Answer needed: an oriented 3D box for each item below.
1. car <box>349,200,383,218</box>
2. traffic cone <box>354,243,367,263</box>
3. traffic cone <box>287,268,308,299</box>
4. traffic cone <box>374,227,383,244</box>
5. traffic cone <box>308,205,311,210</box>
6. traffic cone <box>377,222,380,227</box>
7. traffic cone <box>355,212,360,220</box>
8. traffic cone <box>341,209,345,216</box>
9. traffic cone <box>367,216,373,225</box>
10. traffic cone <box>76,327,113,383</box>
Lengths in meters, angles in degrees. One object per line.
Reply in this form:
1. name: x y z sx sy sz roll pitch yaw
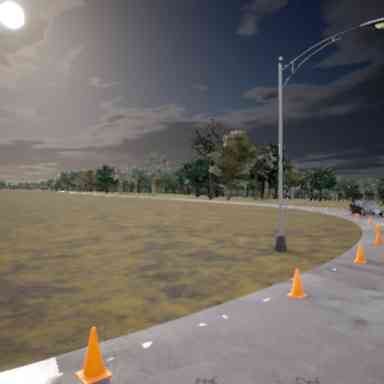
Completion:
1. car: 16.215 1.535 30.973 2.128 1.511 4.902 0 0 8
2. traffic cone: 5.469 1.967 10.791 0.340 0.580 0.340 0 0 39
3. traffic cone: 2.311 1.968 7.274 0.340 0.580 0.340 0 0 -45
4. traffic cone: 8.221 1.972 14.632 0.340 0.580 0.340 0 0 32
5. traffic cone: 14.736 1.976 41.713 0.340 0.580 0.340 0 0 -5
6. traffic cone: 10.534 1.978 18.754 0.340 0.580 0.340 0 0 26
7. traffic cone: 13.735 1.989 27.630 0.340 0.580 0.340 0 0 14
8. traffic cone: 14.587 1.990 32.278 0.340 0.580 0.340 0 0 7
9. traffic cone: 12.379 1.984 23.103 0.340 0.580 0.340 0 0 20
10. traffic cone: -1.213 1.976 4.126 0.340 0.580 0.340 0 0 -39
